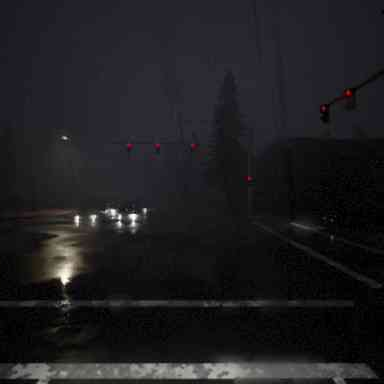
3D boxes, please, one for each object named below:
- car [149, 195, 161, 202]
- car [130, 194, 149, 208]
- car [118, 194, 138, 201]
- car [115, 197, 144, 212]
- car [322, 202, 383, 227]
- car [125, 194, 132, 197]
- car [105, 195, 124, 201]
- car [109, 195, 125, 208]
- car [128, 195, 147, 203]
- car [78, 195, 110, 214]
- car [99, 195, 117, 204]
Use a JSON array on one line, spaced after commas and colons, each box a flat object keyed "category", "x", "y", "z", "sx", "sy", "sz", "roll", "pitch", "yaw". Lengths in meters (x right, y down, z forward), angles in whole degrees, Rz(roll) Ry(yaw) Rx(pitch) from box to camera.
[{"category": "car", "x": -8.366, "y": 1.376, "z": 70.059, "sx": 2.128, "sy": 1.511, "sz": 4.902, "roll": 0, "pitch": 0, "yaw": -35}, {"category": "car", "x": -7.356, "y": 1.407, "z": 46.600, "sx": 1.837, "sy": 1.490, "sz": 4.892, "roll": 0, "pitch": 0, "yaw": -7}, {"category": "car", "x": -14.954, "y": 1.211, "z": 78.020, "sx": 4.902, "sy": 1.511, "sz": 2.128, "roll": 0, "pitch": 0, "yaw": 43}, {"category": "car", "x": -6.824, "y": 1.523, "z": 36.787, "sx": 1.895, "sy": 1.301, "sz": 4.718, "roll": 0, "pitch": 0, "yaw": -1}, {"category": "car", "x": 11.023, "y": 1.459, "z": 21.564, "sx": 4.892, "sy": 1.490, "sz": 1.837, "roll": 0, "pitch": 0, "yaw": 0}, {"category": "car", "x": -11.995, "y": 1.346, "z": 62.146, "sx": 1.882, "sy": 1.535, "sz": 5.008, "roll": 0, "pitch": 0, "yaw": -27}, {"category": "car", "x": -17.769, "y": 1.328, "z": 75.869, "sx": 4.718, "sy": 1.301, "sz": 1.895, "roll": 0, "pitch": 0, "yaw": 43}, {"category": "car", "x": -10.627, "y": 1.398, "z": 43.958, "sx": 2.128, "sy": 1.511, "sz": 4.902, "roll": 0, "pitch": 0, "yaw": -4}, {"category": "car", "x": -11.205, "y": 1.361, "z": 68.016, "sx": 1.837, "sy": 1.490, "sz": 4.892, "roll": 0, "pitch": 0, "yaw": -35}, {"category": "car", "x": -10.307, "y": 1.405, "z": 34.546, "sx": 1.882, "sy": 1.535, "sz": 5.008, "roll": 0, "pitch": 0, "yaw": -1}, {"category": "car", "x": -15.546, "y": 1.363, "z": 61.397, "sx": 2.128, "sy": 1.511, "sz": 4.902, "roll": 0, "pitch": 0, "yaw": -28}]
